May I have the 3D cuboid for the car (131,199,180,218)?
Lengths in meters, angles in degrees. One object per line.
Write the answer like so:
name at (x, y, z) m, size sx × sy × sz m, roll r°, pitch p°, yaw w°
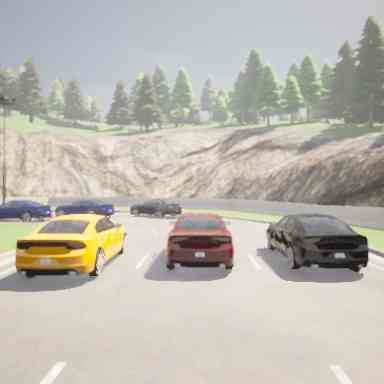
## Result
car at (-3.075, 1.310, 27.646) m, size 4.902 × 1.511 × 2.128 m, roll 0°, pitch 0°, yaw 39°

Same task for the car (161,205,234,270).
car at (0.254, 1.407, 10.880) m, size 1.882 × 1.535 × 5.008 m, roll 0°, pitch 1°, yaw 1°

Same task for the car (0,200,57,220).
car at (-12.775, 1.309, 23.998) m, size 5.008 × 1.535 × 1.882 m, roll 0°, pitch -1°, yaw 5°

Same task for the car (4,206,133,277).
car at (-3.298, 1.409, 10.031) m, size 1.882 × 1.535 × 5.008 m, roll 0°, pitch 0°, yaw 1°

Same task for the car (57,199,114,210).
car at (-8.679, 1.295, 26.871) m, size 5.008 × 1.535 × 1.882 m, roll 0°, pitch -1°, yaw 22°

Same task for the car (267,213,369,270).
car at (3.749, 1.411, 10.788) m, size 1.882 × 1.535 × 5.008 m, roll 0°, pitch 1°, yaw 1°
